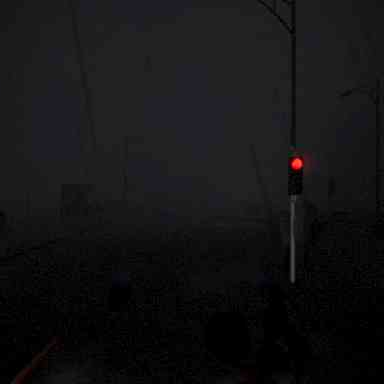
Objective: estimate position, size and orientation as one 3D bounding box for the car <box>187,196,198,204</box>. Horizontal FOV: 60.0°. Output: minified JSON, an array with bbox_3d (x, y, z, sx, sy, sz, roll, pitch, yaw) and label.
[{"bbox_3d":[0.056,1.490,61.395,1.812,1.442,4.674,0,0,0],"label":"car"}]
